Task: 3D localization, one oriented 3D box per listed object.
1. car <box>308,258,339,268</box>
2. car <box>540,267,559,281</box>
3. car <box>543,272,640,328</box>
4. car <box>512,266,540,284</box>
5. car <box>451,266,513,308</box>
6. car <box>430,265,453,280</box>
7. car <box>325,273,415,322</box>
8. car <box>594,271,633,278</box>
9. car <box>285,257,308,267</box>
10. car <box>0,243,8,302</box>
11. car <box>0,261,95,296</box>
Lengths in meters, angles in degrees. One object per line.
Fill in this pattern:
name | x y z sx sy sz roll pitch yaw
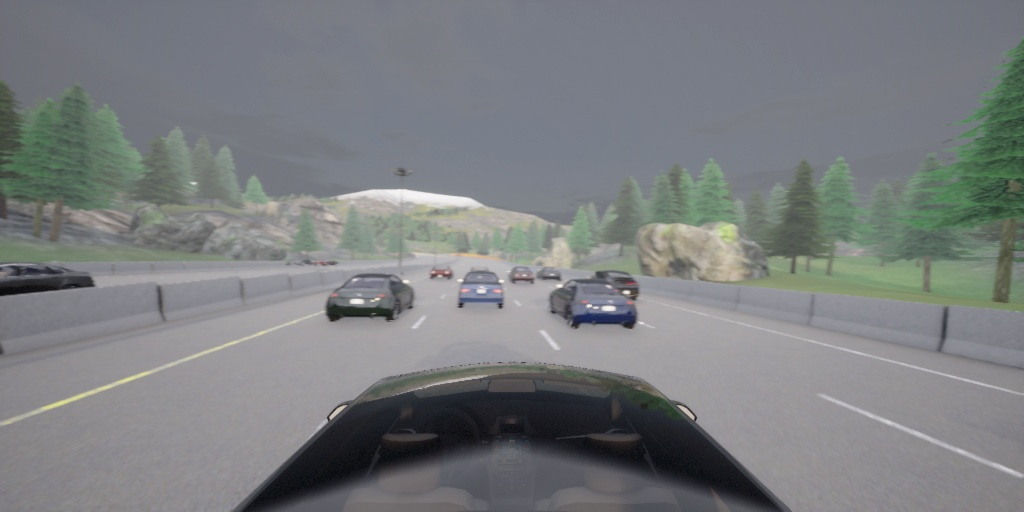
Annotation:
car | -25.717 0.915 49.583 1.895 1.301 4.718 2 -1 -5
car | 3.701 1.791 36.663 1.994 1.385 4.181 2 -1 -5
car | 2.505 1.442 11.970 1.994 1.385 4.181 2 0 -5
car | 0.749 1.602 30.682 2.033 1.411 5.357 2 -1 -5
car | -1.352 1.358 15.627 2.033 1.411 5.357 2 -1 -5
car | -6.605 1.526 34.138 1.895 1.301 4.718 2 -1 -5
car | -4.531 1.260 12.055 1.994 1.385 4.181 2 0 -5
car | 5.294 1.529 19.719 1.837 1.490 4.892 2 -1 -5
car | -29.202 0.779 49.288 1.994 1.385 4.181 2 -1 -5
car | -18.562 0.534 9.738 2.150 2.045 5.566 2 0 -5
car | -15.099 0.898 10.217 2.128 1.511 4.902 2 0 -5
